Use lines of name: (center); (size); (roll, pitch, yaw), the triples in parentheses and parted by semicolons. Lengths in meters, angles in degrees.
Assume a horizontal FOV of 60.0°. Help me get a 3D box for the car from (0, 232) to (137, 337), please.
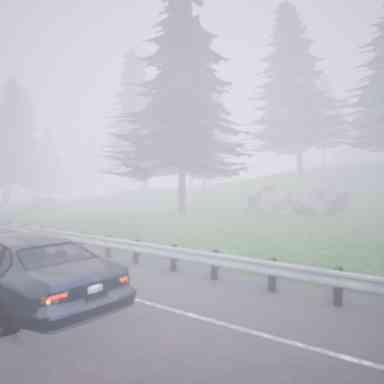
car: (-3.496, 1.527, 6.636); (5.357, 1.411, 2.033); (0, 0, 37)
